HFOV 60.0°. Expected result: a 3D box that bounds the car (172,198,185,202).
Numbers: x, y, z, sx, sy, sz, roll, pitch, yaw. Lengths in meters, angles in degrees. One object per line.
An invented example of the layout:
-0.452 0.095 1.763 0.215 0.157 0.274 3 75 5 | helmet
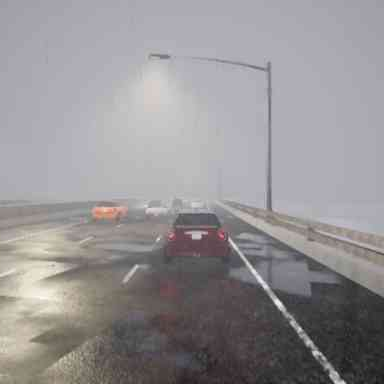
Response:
-2.400 1.825 57.385 1.837 1.490 4.892 0 0 2 | car

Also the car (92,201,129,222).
-6.656 1.484 27.595 2.097 1.767 4.553 0 0 1 | car

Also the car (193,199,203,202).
0.790 1.778 47.473 1.812 1.442 4.674 0 0 2 | car

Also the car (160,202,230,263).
0.158 1.410 12.379 2.097 1.767 4.553 0 0 0 | car

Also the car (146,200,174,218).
-3.091 1.755 31.394 1.895 1.301 4.718 0 0 1 | car
